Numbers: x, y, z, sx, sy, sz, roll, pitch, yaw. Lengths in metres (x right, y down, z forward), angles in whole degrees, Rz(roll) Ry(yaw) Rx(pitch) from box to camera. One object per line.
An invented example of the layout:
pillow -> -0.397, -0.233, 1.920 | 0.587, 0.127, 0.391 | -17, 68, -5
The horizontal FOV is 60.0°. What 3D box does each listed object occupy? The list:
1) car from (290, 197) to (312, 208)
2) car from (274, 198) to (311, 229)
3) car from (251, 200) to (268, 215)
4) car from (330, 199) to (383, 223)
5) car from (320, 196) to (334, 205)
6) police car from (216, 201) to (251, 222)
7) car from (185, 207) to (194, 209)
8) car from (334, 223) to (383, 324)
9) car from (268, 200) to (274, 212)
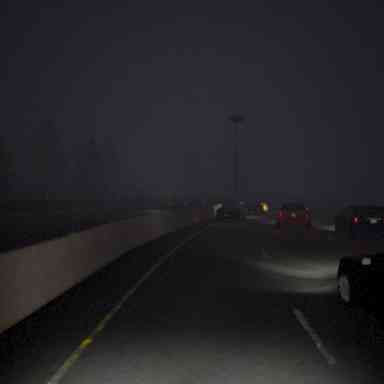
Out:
car -> 18.086, 1.722, 55.229 | 2.097, 1.767, 4.553 | 0, 0, 38
car -> 6.932, 1.505, 23.033 | 2.097, 1.767, 4.553 | 0, 0, 14
car -> 6.698, 1.706, 36.944 | 1.882, 1.535, 5.008 | 0, 0, 23
car -> 9.402, 1.488, 18.483 | 2.097, 1.767, 4.553 | 0, 0, 12
car -> 27.256, 1.677, 66.086 | 4.553, 1.767, 2.097 | 1, 0, -43
police car -> 3.408, 1.593, 28.064 | 1.930, 1.638, 5.238 | 0, 0, 17
car -> -0.511, 1.462, 43.844 | 2.150, 2.045, 5.566 | 0, 0, 25
car -> 3.903, 1.520, 5.021 | 1.882, 1.535, 5.008 | 0, 0, 3
car -> 9.112, 1.744, 42.162 | 1.882, 1.535, 5.008 | 0, 0, 27
